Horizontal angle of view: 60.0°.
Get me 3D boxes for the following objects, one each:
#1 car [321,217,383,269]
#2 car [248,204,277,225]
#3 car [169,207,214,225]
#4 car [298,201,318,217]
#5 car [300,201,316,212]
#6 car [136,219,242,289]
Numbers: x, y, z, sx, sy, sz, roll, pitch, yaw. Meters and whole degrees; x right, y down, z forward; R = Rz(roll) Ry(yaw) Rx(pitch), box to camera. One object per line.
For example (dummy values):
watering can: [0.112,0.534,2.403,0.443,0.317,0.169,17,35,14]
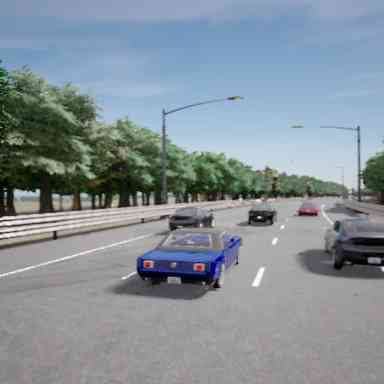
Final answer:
car: [5.554,1.593,11.142,1.837,1.490,4.892,0,-1,17]
car: [5.708,1.724,26.612,1.882,1.535,5.008,-1,-1,18]
car: [0.079,1.720,20.690,1.837,1.490,4.892,-1,-1,18]
car: [12.481,1.871,35.695,1.994,1.385,4.181,-1,-1,20]
car: [15.783,1.920,45.183,1.812,1.442,4.674,-1,-1,21]
car: [0.251,1.700,9.554,1.895,1.301,4.718,0,-1,17]
